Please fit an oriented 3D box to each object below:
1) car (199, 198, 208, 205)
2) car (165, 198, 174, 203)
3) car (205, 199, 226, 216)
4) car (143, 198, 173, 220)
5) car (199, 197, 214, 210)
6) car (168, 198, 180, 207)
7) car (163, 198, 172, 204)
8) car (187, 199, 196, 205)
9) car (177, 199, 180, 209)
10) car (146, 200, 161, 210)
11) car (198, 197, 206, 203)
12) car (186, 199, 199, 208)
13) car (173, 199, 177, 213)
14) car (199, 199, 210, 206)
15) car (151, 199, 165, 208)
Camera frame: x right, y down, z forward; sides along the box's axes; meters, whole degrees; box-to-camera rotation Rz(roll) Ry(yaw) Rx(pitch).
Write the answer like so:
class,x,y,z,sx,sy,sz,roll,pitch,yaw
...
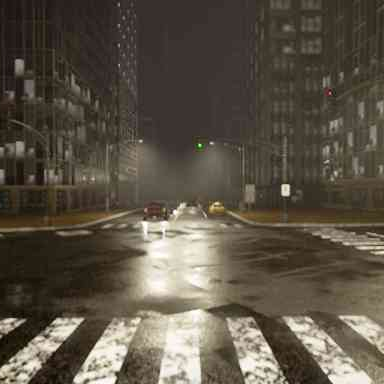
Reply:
class,x,y,z,sx,sy,sz,roll,pitch,yaw
car,2.547,2.104,74.378,2.008,1.369,4.403,-1,0,0
car,-5.820,2.197,85.772,1.947,1.339,4.313,-1,0,0
car,2.743,1.807,36.115,1.752,1.417,4.829,-1,0,0
car,-3.167,1.591,30.473,2.097,1.767,4.553,0,0,0
car,2.623,1.706,51.197,2.192,1.841,5.009,-1,0,0
car,-3.128,1.933,60.255,1.882,1.535,5.008,0,0,0
car,-5.810,2.175,80.099,1.802,1.307,4.206,-1,0,0
car,-0.122,2.136,72.463,1.895,1.301,4.718,0,0,0
car,-3.153,1.982,49.779,1.895,1.301,4.718,0,0,0
car,-5.931,1.961,51.730,1.947,1.339,4.313,-1,0,0
car,2.525,2.071,85.728,1.967,1.590,4.097,-1,0,0
car,-0.003,2.005,58.344,1.994,1.385,4.181,0,0,0
car,-3.162,1.786,39.769,1.882,1.535,5.008,0,0,0
car,2.557,2.080,68.705,1.947,1.339,4.313,-1,0,0
car,-5.771,2.001,57.405,1.947,1.339,4.313,-1,0,0
